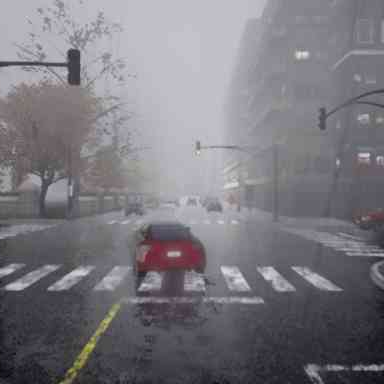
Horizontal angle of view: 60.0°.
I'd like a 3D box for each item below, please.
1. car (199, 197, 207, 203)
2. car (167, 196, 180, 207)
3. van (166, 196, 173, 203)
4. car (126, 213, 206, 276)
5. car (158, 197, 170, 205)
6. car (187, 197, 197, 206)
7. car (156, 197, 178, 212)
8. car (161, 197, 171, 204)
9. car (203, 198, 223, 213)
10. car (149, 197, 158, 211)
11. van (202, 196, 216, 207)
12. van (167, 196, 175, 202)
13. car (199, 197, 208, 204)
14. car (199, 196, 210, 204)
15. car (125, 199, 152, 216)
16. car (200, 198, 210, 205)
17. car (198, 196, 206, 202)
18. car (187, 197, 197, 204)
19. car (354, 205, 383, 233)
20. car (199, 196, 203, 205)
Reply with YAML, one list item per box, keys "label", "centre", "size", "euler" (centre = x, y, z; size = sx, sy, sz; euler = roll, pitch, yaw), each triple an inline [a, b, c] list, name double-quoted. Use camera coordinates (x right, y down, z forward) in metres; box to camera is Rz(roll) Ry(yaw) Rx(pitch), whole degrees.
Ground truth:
- label: "car"
  centre: [2.694, 2.028, 84.952]
  size: [1.887, 1.381, 4.507]
  euler: [0, 0, 0]
- label: "car"
  centre: [-3.055, 1.798, 57.400]
  size: [2.128, 1.511, 4.902]
  euler: [0, 0, 0]
- label: "van"
  centre: [-5.686, 1.825, 84.954]
  size: [1.690, 1.788, 3.998]
  euler: [0, 0, 0]
- label: "car"
  centre: [-0.944, 1.614, 10.745]
  size: [1.994, 1.385, 4.181]
  euler: [0, 0, -14]
- label: "car"
  centre: [-5.686, 1.813, 68.064]
  size: [1.967, 1.590, 4.097]
  euler: [0, 0, 0]
- label: "car"
  centre: [0.002, 1.832, 62.997]
  size: [2.128, 1.511, 4.902]
  euler: [0, 0, 0]
- label: "car"
  centre: [-3.091, 1.741, 41.921]
  size: [1.812, 1.442, 4.674]
  euler: [0, 0, 0]
- label: "car"
  centre: [-5.685, 1.849, 73.693]
  size: [1.967, 1.590, 4.097]
  euler: [0, 0, 0]
- label: "car"
  centre: [2.694, 1.749, 39.911]
  size: [1.887, 1.381, 4.507]
  euler: [0, 0, 0]
- label: "car"
  centre: [-5.686, 1.760, 45.373]
  size: [1.752, 1.417, 4.829]
  euler: [0, 0, 0]
- label: "van"
  centre: [2.695, 1.577, 45.543]
  size: [1.690, 1.788, 3.998]
  euler: [0, 0, 0]
- label: "van"
  centre: [-5.685, 1.864, 90.583]
  size: [1.690, 1.788, 3.998]
  euler: [0, 0, 0]
- label: "car"
  centre: [2.694, 1.996, 79.323]
  size: [2.008, 1.369, 4.403]
  euler: [0, 0, 0]
- label: "car"
  centre: [2.695, 1.724, 73.693]
  size: [2.192, 1.841, 5.009]
  euler: [0, 0, 0]
- label: "car"
  centre: [-5.686, 1.739, 34.281]
  size: [1.947, 1.339, 4.313]
  euler: [0, 0, 0]
- label: "car"
  centre: [2.694, 1.917, 68.062]
  size: [1.887, 1.381, 4.507]
  euler: [0, 0, 0]
- label: "car"
  centre: [2.695, 1.963, 90.582]
  size: [1.967, 1.590, 4.097]
  euler: [0, 0, 0]
- label: "car"
  centre: [0.003, 1.824, 73.416]
  size: [2.033, 1.411, 5.357]
  euler: [0, 0, 0]
- label: "car"
  centre: [13.467, 1.706, 21.959]
  size: [5.009, 1.841, 2.192]
  euler: [1, -1, -1]
- label: "car"
  centre: [2.695, 1.743, 56.803]
  size: [1.967, 1.590, 4.097]
  euler: [0, 0, 0]
